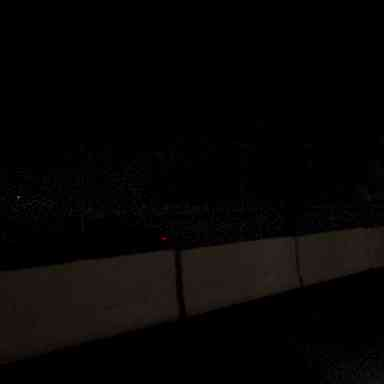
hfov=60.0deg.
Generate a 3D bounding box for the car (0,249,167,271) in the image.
[{"bbox_3d":[-3.328,1.555,10.213,5.357,1.411,2.033,0,0,-35],"label":"car"}]
